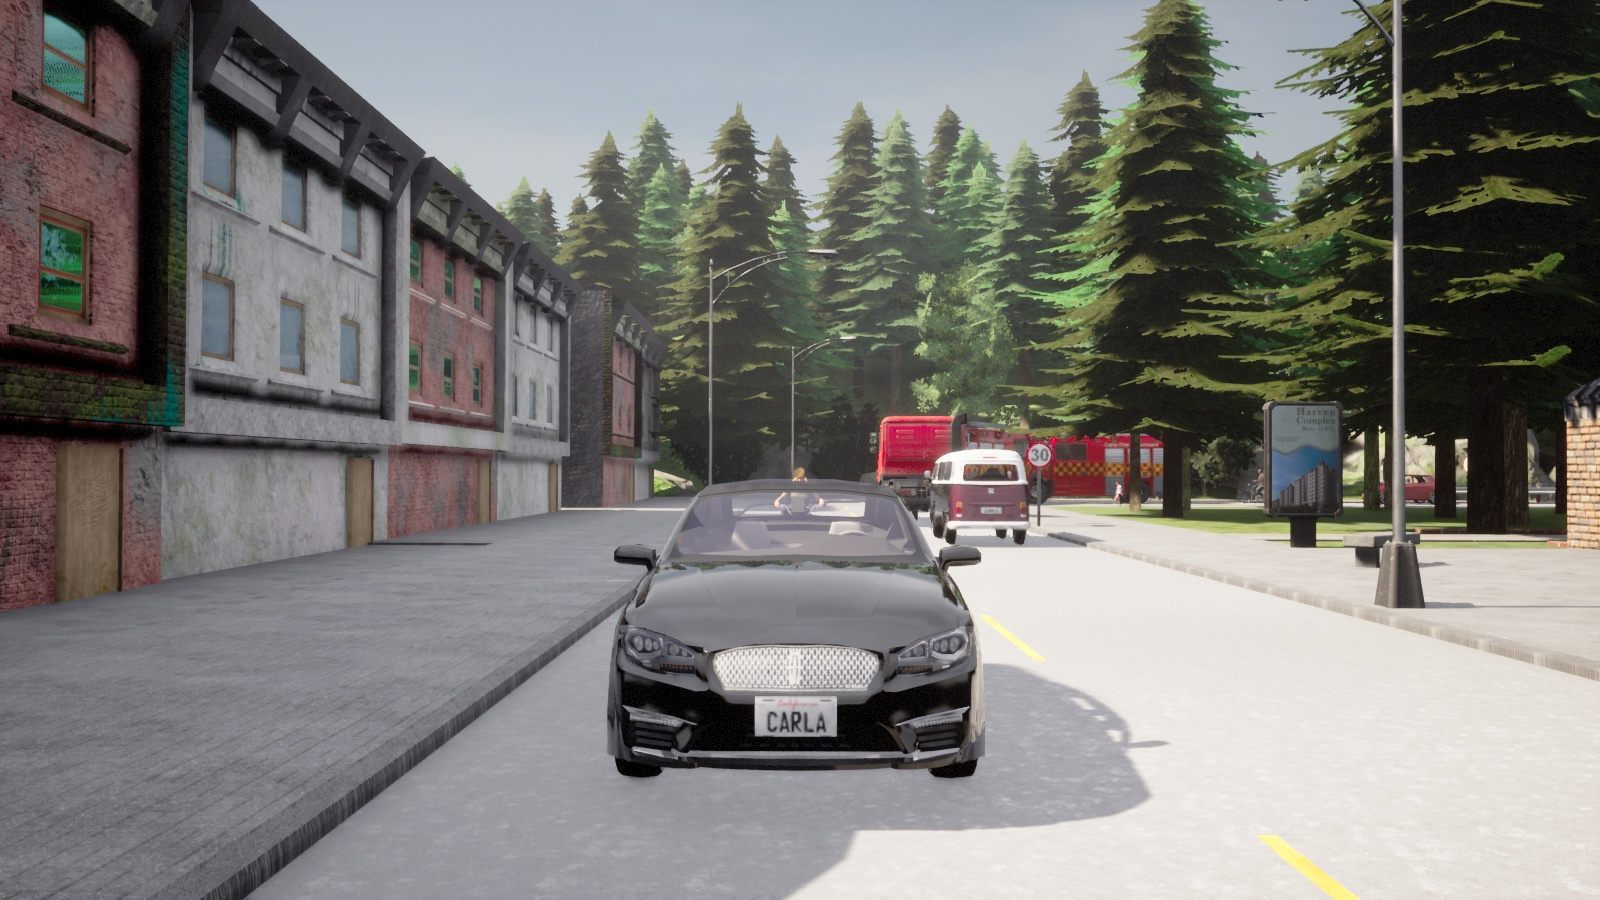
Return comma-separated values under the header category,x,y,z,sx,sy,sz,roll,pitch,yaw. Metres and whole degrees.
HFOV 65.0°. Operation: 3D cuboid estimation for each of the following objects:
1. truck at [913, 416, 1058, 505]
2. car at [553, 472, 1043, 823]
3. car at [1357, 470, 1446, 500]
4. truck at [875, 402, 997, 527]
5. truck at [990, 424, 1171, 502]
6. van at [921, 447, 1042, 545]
category,x,y,z,sx,sy,sz,roll,pitch,yaw
truck,8.730,0.567,58.252,2.891,3.827,8.468,-2,-2,37
car,-0.007,0.904,7.918,2.128,1.511,4.902,0,-1,0
car,30.329,1.769,63.390,3.633,1.501,1.845,0,-1,0
truck,4.011,0.466,38.741,2.891,3.462,7.936,0,-1,0
truck,14.068,0.656,63.504,8.468,3.827,2.891,0,0,-1
van,4.006,0.999,28.433,2.069,2.038,4.480,0,-1,0
